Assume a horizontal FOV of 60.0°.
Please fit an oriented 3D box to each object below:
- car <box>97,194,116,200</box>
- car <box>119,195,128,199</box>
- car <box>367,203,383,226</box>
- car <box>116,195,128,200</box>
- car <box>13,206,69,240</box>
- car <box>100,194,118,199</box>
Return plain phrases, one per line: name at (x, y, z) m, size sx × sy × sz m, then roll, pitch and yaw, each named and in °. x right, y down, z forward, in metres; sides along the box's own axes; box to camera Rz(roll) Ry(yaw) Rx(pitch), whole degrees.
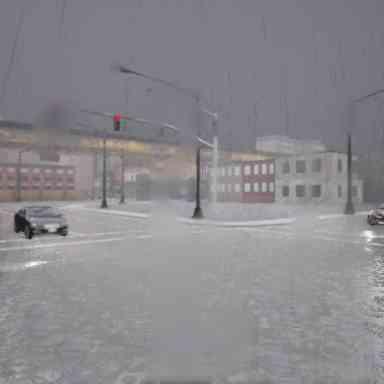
car at (-22.125, 1.447, 89.259) m, size 4.974 × 1.542 × 2.038 m, roll 0°, pitch 0°, yaw 24°
car at (-18.403, 1.304, 89.458) m, size 1.853 × 1.218 × 4.536 m, roll 0°, pitch 0°, yaw -6°
car at (13.609, 1.317, 22.102) m, size 4.553 × 1.767 × 2.097 m, roll -1°, pitch 0°, yaw -37°
car at (-18.397, 1.462, 89.406) m, size 2.038 × 1.542 × 4.974 m, roll 0°, pitch 0°, yaw -6°
car at (-7.932, 1.492, 17.299) m, size 2.128 × 1.511 × 4.902 m, roll 0°, pitch 0°, yaw -38°
car at (-22.173, 1.290, 89.280) m, size 4.536 × 1.218 × 1.853 m, roll 0°, pitch 0°, yaw 24°
